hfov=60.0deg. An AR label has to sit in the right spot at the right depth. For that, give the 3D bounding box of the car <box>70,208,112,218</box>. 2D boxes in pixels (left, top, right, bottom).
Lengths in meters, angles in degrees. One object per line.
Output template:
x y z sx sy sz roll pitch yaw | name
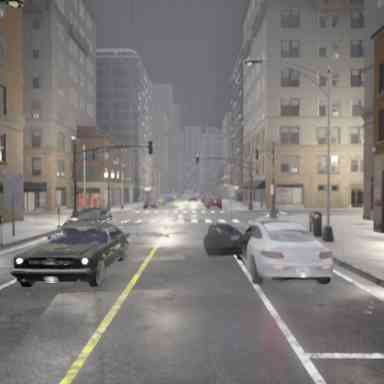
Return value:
-5.613 1.564 18.515 1.947 1.339 4.313 -1 0 0 | car

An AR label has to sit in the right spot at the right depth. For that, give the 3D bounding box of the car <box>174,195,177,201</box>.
-5.409 1.354 78.904 2.192 1.841 5.009 -1 0 0 | car

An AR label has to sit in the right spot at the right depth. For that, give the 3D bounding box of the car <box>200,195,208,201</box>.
3.168 1.607 90.045 1.947 1.339 4.313 -1 0 0 | car

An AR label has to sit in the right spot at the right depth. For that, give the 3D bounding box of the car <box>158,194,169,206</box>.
-5.484 1.554 56.390 1.752 1.417 4.829 -1 0 0 | car

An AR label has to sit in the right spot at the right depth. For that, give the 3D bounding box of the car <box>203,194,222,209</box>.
3.001 1.336 45.359 2.192 1.841 5.009 -1 0 0 | car

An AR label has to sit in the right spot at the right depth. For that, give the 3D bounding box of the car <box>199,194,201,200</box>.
3.083 1.350 67.702 2.192 1.841 5.009 -1 0 0 | car

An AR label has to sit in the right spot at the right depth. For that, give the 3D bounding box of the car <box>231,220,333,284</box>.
2.384 1.523 9.421 1.812 1.442 4.674 0 0 0 | car

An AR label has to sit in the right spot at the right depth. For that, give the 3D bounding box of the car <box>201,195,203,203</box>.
3.022 1.340 50.945 2.192 1.841 5.009 -1 0 0 | car

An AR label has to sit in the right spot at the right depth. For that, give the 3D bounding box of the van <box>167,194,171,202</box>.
-5.467 1.373 62.146 1.690 1.788 3.998 -1 0 0 | van

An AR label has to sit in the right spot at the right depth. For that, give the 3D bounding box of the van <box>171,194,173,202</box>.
-5.448 1.376 67.732 1.690 1.788 3.998 -1 0 0 | van

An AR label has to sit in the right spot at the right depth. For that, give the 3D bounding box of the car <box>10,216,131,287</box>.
-3.063 1.598 9.456 1.895 1.301 4.718 0 0 0 | car

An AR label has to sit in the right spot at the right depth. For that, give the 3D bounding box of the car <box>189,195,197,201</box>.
0.292 1.454 85.224 2.033 1.411 5.357 0 0 0 | car

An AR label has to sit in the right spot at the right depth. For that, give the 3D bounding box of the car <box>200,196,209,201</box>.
3.148 1.606 84.460 1.947 1.339 4.313 -1 0 0 | car

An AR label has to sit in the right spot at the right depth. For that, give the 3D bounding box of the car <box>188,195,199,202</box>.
0.256 1.530 74.803 1.837 1.490 4.892 0 0 0 | car

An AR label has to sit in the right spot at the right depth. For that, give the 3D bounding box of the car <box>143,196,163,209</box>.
-5.522 1.586 45.388 1.947 1.339 4.313 -1 0 0 | car
